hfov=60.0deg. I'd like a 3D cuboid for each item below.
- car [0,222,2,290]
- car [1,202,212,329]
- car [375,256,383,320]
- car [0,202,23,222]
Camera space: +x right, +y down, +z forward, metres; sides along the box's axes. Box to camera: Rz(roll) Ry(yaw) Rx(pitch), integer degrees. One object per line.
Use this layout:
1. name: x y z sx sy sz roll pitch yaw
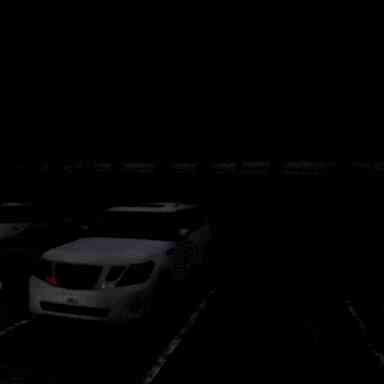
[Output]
1. car: -3.480 1.590 9.310 2.163 1.488 4.792 0 -1 16
2. car: -1.019 1.282 7.558 2.435 2.045 5.566 0 -1 16
3. car: 3.906 1.354 4.096 2.185 1.767 4.553 0 -1 16
4. car: -5.921 1.338 11.132 2.435 2.045 5.566 0 -1 15
